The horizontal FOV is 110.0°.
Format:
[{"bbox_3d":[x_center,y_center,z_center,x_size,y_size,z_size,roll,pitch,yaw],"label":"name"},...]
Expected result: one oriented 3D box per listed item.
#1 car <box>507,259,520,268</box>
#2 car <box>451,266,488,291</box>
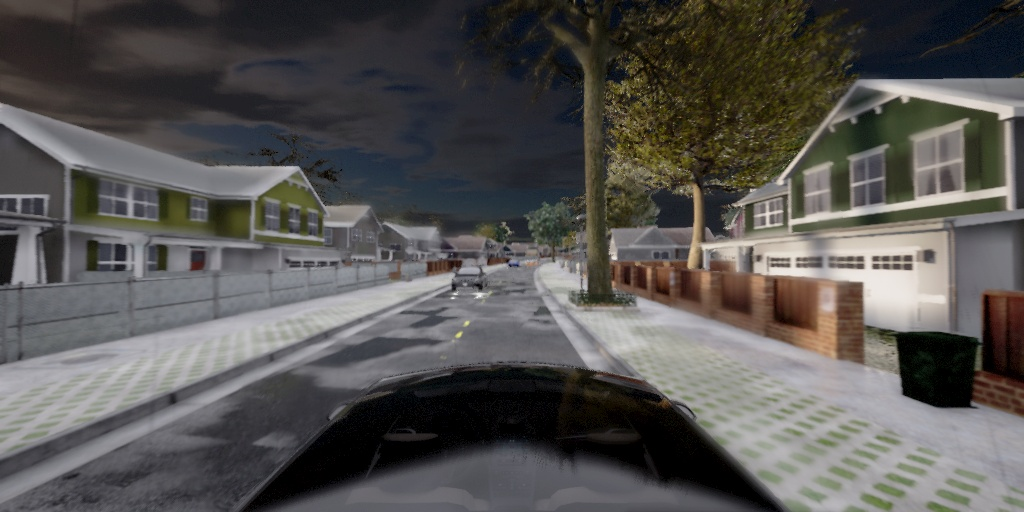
[{"bbox_3d":[0.356,1.330,63.870,1.882,1.535,5.008,0,0,7],"label":"car"},{"bbox_3d":[-2.599,1.353,22.737,1.812,1.442,4.674,0,0,2],"label":"car"}]
